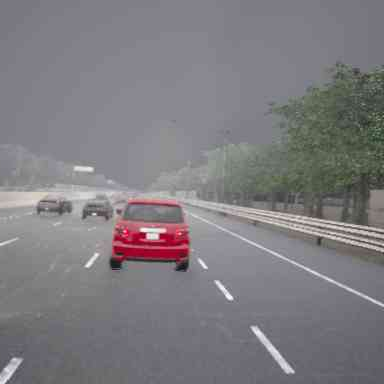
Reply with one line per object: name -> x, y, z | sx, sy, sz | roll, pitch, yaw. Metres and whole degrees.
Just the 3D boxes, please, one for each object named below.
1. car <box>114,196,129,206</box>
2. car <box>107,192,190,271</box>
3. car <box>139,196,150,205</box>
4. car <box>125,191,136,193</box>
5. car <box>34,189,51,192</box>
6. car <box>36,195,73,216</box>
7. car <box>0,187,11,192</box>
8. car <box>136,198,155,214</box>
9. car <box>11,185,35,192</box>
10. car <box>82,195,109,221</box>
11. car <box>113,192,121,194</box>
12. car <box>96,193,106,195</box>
car -> -10.921, 1.314, 51.769 | 1.895, 1.301, 4.718 | 4, -1, -8
car -> -1.389, 1.212, 11.107 | 2.150, 2.045, 5.566 | 4, 0, -8
car -> -8.587, 1.537, 59.820 | 1.895, 1.301, 4.718 | 4, -1, -8
car -> -14.920, 1.232, 78.675 | 1.812, 1.442, 4.674 | 4, -1, -8
car -> -26.285, 0.349, 60.047 | 1.994, 1.385, 4.181 | 4, -1, -8
car -> -10.644, 1.004, 26.061 | 2.128, 1.511, 4.902 | 4, 0, -8
car -> -33.179, -0.141, 58.992 | 1.837, 1.490, 4.892 | 4, 0, -8
car -> -5.088, 1.477, 36.272 | 1.812, 1.442, 4.674 | 4, 0, -8
car -> -29.705, -0.192, 59.484 | 2.150, 2.045, 5.566 | 4, -1, -8
car -> -6.941, 1.246, 24.864 | 1.837, 1.490, 4.892 | 4, 0, -8
car -> -19.006, 1.036, 82.398 | 1.994, 1.385, 4.181 | 4, -1, -8
car -> -14.872, 0.993, 54.630 | 1.837, 1.490, 4.892 | 4, -1, -8
